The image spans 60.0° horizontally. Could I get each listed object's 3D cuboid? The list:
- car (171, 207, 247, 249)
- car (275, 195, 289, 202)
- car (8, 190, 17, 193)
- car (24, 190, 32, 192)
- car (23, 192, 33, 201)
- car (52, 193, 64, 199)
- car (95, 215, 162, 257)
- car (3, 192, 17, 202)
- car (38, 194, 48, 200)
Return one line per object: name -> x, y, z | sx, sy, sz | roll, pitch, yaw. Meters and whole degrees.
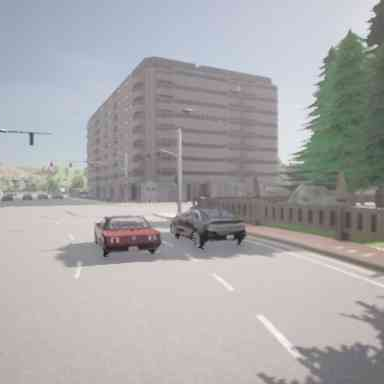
car -> 0.515, 1.391, 14.187 | 2.128, 1.511, 4.902 | 0, 0, -21
car -> 15.594, 1.095, 56.406 | 4.892, 1.490, 1.837 | -1, 0, -26
car -> -44.582, 0.488, 82.273 | 2.150, 2.045, 5.566 | 0, 0, -26
car -> -41.448, 0.462, 83.830 | 2.150, 2.045, 5.566 | 0, 0, -26
car -> -34.573, 1.279, 70.012 | 1.895, 1.301, 4.718 | 0, 0, -26
car -> -33.226, 1.179, 83.027 | 1.895, 1.301, 4.718 | 0, 0, -26
car -> -2.648, 1.525, 12.732 | 1.895, 1.301, 4.718 | 0, 0, -21
car -> -37.707, 1.305, 68.453 | 1.895, 1.301, 4.718 | 0, 0, -26
car -> -36.342, 1.162, 81.432 | 1.994, 1.385, 4.181 | 0, 0, -26
